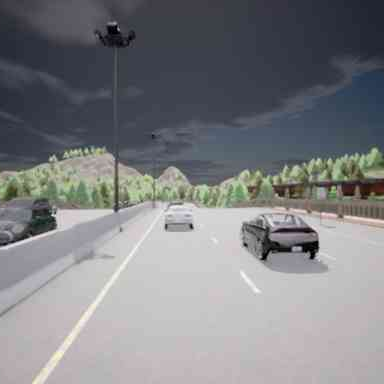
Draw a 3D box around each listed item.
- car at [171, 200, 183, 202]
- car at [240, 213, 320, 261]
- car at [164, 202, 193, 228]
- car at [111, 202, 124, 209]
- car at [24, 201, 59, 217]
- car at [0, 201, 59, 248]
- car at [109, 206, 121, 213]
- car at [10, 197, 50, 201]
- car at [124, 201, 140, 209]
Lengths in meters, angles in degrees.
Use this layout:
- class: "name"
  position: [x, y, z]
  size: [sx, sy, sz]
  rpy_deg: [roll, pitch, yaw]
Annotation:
- class: "car"
  position: [-1.818, 1.678, 40.796]
  size: [2.128, 1.511, 4.902]
  rpy_deg: [0, 0, -3]
- class: "car"
  position: [3.070, 1.527, 12.483]
  size: [2.128, 1.511, 4.902]
  rpy_deg: [0, 0, -3]
- class: "car"
  position: [-0.928, 1.630, 22.890]
  size: [1.812, 1.442, 4.674]
  rpy_deg: [0, 0, -3]
- class: "car"
  position: [-13.580, 2.701, 63.686]
  size: [2.128, 1.511, 4.902]
  rpy_deg: [0, -5, -2]
- class: "car"
  position: [-15.739, 1.768, 35.035]
  size: [1.812, 1.442, 4.674]
  rpy_deg: [0, 0, -3]
- class: "car"
  position: [-7.739, 1.461, 14.963]
  size: [2.097, 1.767, 4.553]
  rpy_deg: [0, 0, -3]
- class: "car"
  position: [-17.726, 4.139, 76.980]
  size: [1.994, 1.385, 4.181]
  rpy_deg: [0, -6, -3]
- class: "car"
  position: [-11.663, 1.389, 23.409]
  size: [2.150, 2.045, 5.566]
  rpy_deg: [0, 0, -3]
- class: "car"
  position: [-9.763, 2.227, 56.822]
  size: [2.033, 1.411, 5.357]
  rpy_deg: [0, -3, -2]
